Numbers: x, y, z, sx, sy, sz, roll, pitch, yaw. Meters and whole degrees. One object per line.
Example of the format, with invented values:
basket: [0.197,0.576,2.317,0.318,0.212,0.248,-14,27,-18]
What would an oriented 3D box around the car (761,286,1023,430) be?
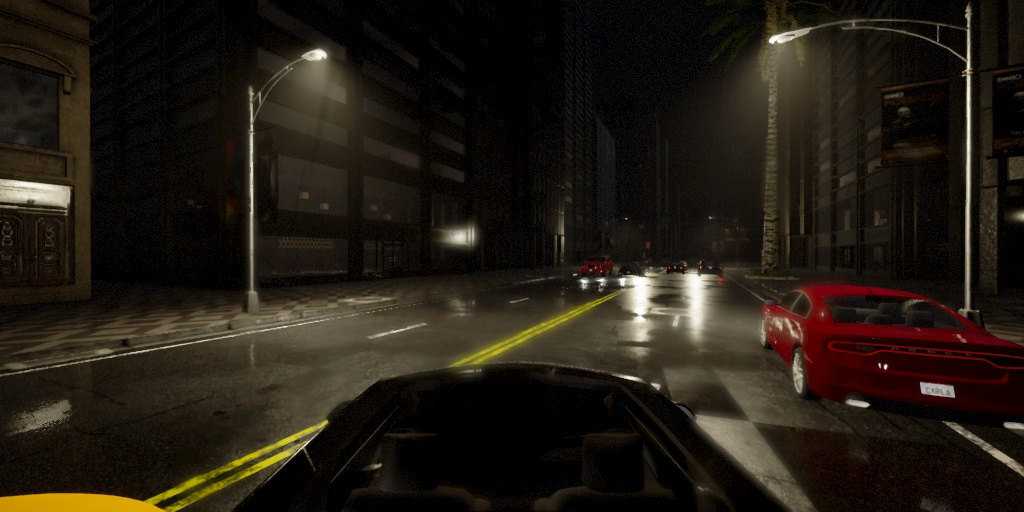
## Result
car: [5.516,1.228,5.895,1.882,1.535,5.008,0,0,27]

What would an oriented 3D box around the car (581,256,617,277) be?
car: [8.609,0.985,35.894,2.150,2.045,5.566,0,0,27]

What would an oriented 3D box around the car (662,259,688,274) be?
car: [18.667,1.317,40.788,2.033,1.411,5.357,0,0,27]

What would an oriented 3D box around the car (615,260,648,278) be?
car: [11.534,1.327,34.477,1.994,1.385,4.181,0,0,27]

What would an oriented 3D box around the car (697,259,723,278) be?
car: [19.304,1.118,34.965,2.097,1.767,4.553,0,0,27]
